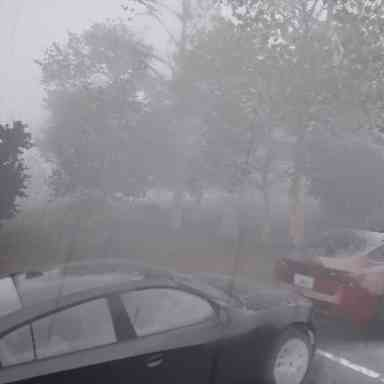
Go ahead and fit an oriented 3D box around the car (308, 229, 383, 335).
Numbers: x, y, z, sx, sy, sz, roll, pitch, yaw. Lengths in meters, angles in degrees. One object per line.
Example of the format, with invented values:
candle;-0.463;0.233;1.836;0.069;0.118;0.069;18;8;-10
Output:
car;3.797;1.498;6.778;4.792;1.488;2.163;-1;0;-33

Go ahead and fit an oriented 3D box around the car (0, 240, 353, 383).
car;-0.759;1.478;3.509;5.008;1.535;2.097;-1;1;-33
